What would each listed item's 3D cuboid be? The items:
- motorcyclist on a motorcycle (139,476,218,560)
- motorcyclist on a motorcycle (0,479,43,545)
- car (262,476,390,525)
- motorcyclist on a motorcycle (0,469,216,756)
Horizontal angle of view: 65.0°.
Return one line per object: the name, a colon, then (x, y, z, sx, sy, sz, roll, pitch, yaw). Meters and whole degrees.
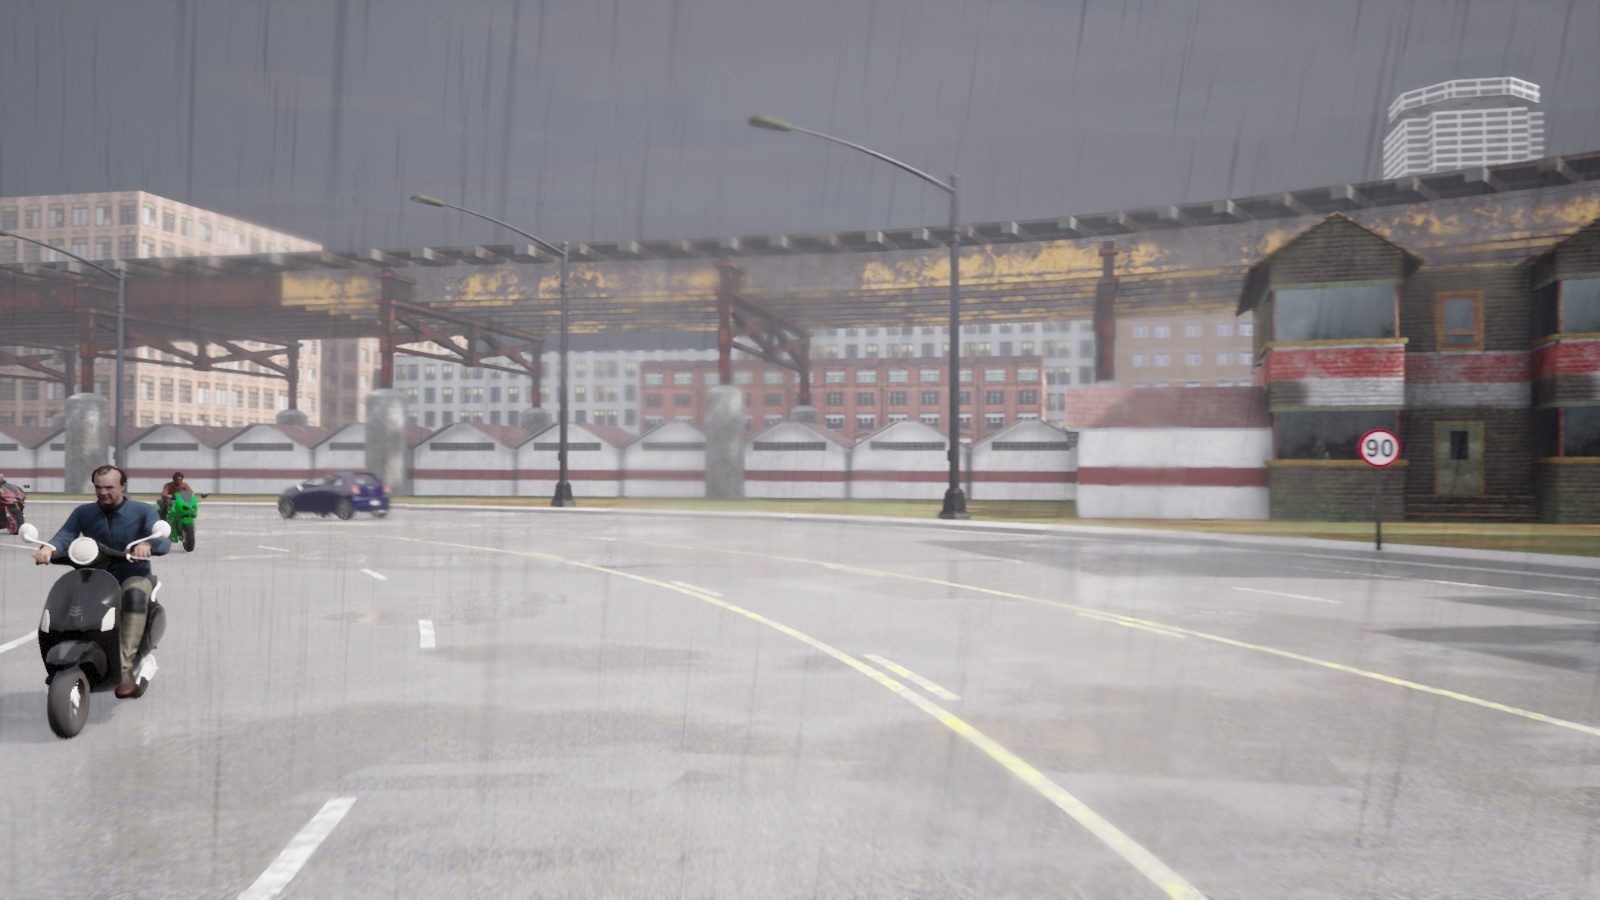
motorcyclist on a motorcycle: (-11.880, 1.263, 23.989, 0.797, 1.523, 2.044, -1, 0, -42)
motorcyclist on a motorcycle: (-19.140, 1.453, 30.002, 2.191, 1.530, 0.866, -1, -1, 30)
car: (-15.039, 1.580, 39.856, 3.633, 1.501, 1.845, -1, -1, 27)
motorcyclist on a motorcycle: (-4.392, 0.926, 7.980, 0.866, 1.590, 1.817, 0, -1, -13)
